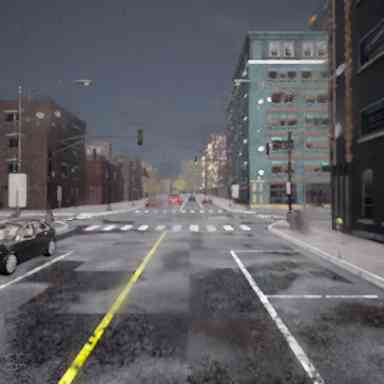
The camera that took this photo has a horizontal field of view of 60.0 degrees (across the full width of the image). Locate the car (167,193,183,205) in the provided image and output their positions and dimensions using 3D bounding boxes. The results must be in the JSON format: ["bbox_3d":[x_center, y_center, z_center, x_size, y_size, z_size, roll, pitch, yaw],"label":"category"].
[{"bbox_3d":[-3.037,1.226,58.267,2.150,2.045,5.566,0,0,1],"label":"car"}]

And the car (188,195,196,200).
[{"bbox_3d":[0.012,1.396,86.372,1.994,1.385,4.181,0,0,0],"label":"car"}]

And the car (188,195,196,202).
[{"bbox_3d":[0.011,1.541,75.946,2.033,1.411,5.357,0,0,0],"label":"car"}]

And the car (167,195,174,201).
[{"bbox_3d":[-5.665,1.594,88.079,1.802,1.307,4.206,1,0,0],"label":"car"}]

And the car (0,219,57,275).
[{"bbox_3d":[-5.675,1.553,10.321,2.008,1.369,4.403,1,0,0],"label":"car"}]

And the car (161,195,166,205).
[{"bbox_3d":[-5.669,1.552,53.958,1.887,1.381,4.507,1,0,0],"label":"car"}]

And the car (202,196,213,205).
[{"bbox_3d":[2.714,1.447,59.706,1.967,1.590,4.097,1,0,0],"label":"car"}]

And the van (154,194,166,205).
[{"bbox_3d":[-5.664,1.349,59.646,1.690,1.788,3.998,1,0,0],"label":"van"}]

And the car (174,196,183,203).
[{"bbox_3d":[-2.990,1.533,73.716,1.812,1.442,4.674,0,0,0],"label":"car"}]

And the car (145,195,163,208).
[{"bbox_3d":[-5.746,1.551,48.277,1.887,1.381,4.507,1,0,0],"label":"car"}]
